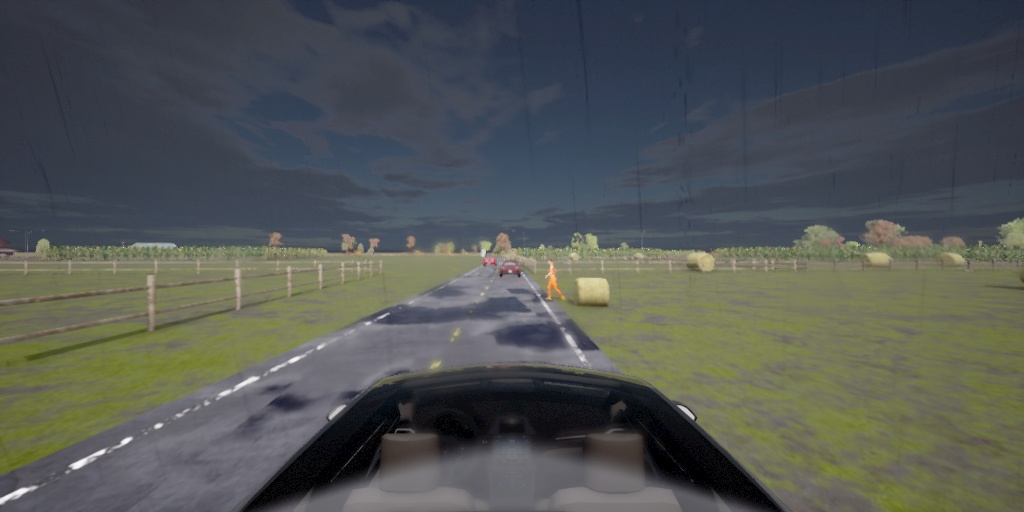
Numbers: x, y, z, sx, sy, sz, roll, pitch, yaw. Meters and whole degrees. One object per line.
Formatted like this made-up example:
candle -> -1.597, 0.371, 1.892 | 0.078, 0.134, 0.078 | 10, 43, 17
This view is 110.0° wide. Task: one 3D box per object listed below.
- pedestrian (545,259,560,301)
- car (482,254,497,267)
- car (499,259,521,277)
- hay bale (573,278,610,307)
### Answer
pedestrian -> 1.703, 0.974, 15.229 | 0.375, 1.860, 0.375 | 0, 1, 2
car -> -3.615, 0.653, 59.067 | 2.150, 2.045, 5.566 | 0, 0, -1
car -> -0.174, 1.112, 32.757 | 1.812, 1.442, 4.674 | 0, 0, -1
hay bale -> 3.082, 1.342, 14.041 | 1.220, 1.180, 1.240 | 0, 0, 0
